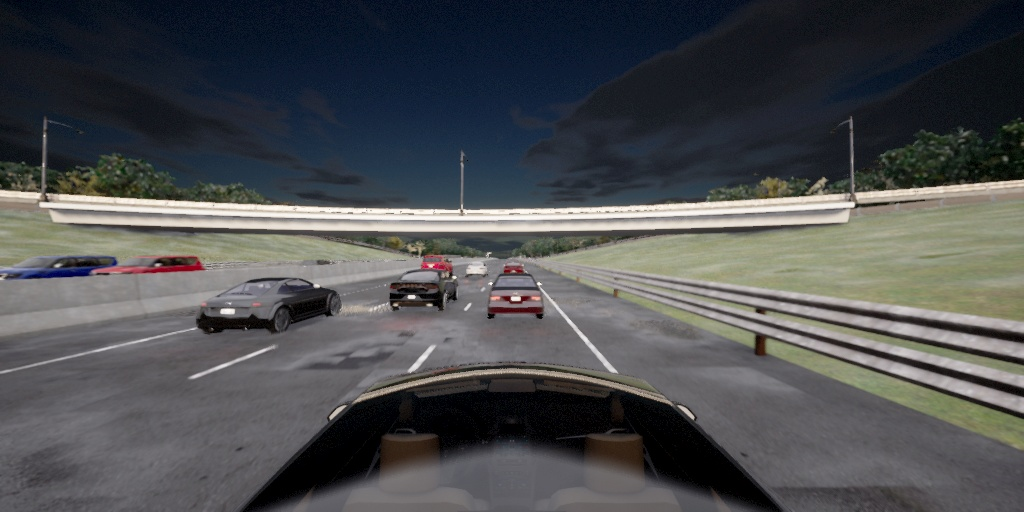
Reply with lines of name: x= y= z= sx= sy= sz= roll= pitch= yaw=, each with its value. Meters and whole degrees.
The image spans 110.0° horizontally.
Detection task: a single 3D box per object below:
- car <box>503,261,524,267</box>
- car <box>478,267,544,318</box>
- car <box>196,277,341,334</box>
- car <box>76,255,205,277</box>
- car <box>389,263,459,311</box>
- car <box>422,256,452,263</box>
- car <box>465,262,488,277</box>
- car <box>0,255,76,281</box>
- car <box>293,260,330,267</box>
car: x=0.135 y=1.247 z=35.211 sx=1.882 sy=1.535 sz=5.008 roll=0 pitch=0 yaw=0
car: x=0.110 y=1.304 z=13.017 sx=2.033 sy=1.411 sz=5.357 roll=0 pitch=0 yaw=0
car: x=-6.892 y=1.317 z=10.701 sx=1.994 sy=1.385 sz=4.181 roll=0 pitch=0 yaw=0
car: x=-21.078 y=0.975 z=21.089 sx=2.150 sy=2.045 sz=5.566 roll=0 pitch=0 yaw=0
car: x=-3.387 y=1.234 z=14.581 sx=1.882 sy=1.535 sz=5.008 roll=0 pitch=0 yaw=0
car: x=-6.867 y=0.987 z=33.043 sx=2.150 sy=2.045 sz=5.566 roll=0 pitch=0 yaw=0
car: x=-3.365 y=1.293 z=34.859 sx=1.812 sy=1.442 sz=4.674 roll=0 pitch=0 yaw=0
car: x=-24.580 y=0.973 z=19.390 sx=2.150 sy=2.045 sz=5.566 roll=0 pitch=0 yaw=0
car: x=-17.555 y=1.112 z=31.354 sx=2.097 sy=1.767 sz=4.553 roll=0 pitch=0 yaw=0
